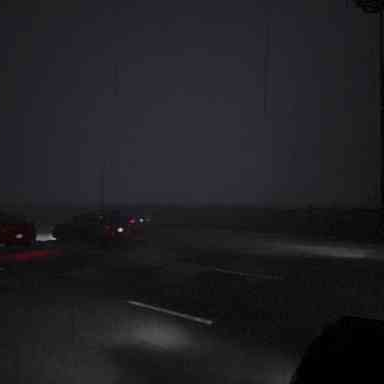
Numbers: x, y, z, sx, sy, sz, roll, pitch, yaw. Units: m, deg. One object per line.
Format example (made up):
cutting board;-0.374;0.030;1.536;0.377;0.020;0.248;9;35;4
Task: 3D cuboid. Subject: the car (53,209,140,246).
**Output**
car;-4.830;1.686;16.034;4.181;1.385;1.994;-1;0;35

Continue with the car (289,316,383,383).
car;2.969;1.588;1.875;4.718;1.301;1.895;-1;0;35

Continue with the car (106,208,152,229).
car;-4.925;1.694;20.401;5.357;1.411;2.033;-1;0;36

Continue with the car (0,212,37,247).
car;-8.844;1.622;14.599;5.008;1.535;1.882;-1;0;35
